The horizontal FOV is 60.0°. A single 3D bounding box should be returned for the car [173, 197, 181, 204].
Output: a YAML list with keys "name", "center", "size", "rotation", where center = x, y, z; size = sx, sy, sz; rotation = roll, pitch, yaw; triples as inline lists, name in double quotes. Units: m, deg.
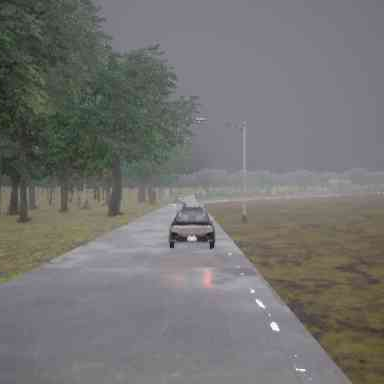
- name: "car"
  center: [-2.752, 1.771, 68.132]
  size: [1.812, 1.442, 4.674]
  rotation: [0, 0, 0]

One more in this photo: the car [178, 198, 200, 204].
- name: "car"
  center: [0.001, 1.558, 29.657]
  size: [1.882, 1.535, 5.008]
  rotation: [0, 0, 0]

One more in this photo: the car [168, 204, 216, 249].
- name: "car"
  center: [0.000, 1.517, 14.655]
  size: [2.128, 1.511, 4.902]
  rotation: [0, 0, 0]
